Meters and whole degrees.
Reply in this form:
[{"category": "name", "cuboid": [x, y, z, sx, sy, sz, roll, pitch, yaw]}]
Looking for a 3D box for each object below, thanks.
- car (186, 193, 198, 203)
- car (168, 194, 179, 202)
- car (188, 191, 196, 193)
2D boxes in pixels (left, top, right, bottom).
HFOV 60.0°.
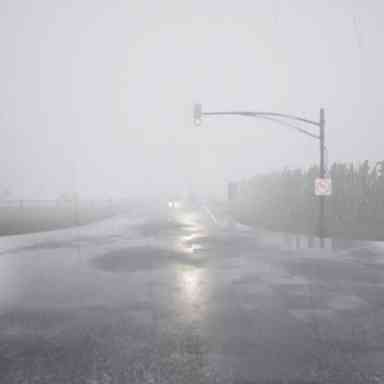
[{"category": "car", "cuboid": [0.016, 1.282, 59.328, 1.895, 1.301, 4.718, 0, 0, 0]}, {"category": "car", "cuboid": [-3.483, 1.144, 63.476, 2.128, 1.511, 4.902, 0, 0, 0]}, {"category": "car", "cuboid": [0.018, 0.836, 69.329, 2.150, 2.045, 5.566, 0, 0, 0]}]
